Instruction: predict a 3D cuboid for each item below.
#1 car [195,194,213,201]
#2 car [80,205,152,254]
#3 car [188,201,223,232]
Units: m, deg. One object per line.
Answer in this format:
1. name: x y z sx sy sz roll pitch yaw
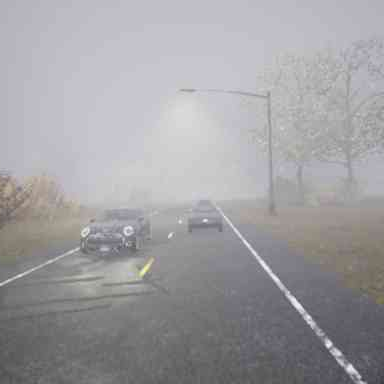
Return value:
1. car: 1.467 1.351 39.534 1.837 1.490 4.892 -2 1 2
2. car: -3.007 1.409 13.914 2.097 1.767 4.553 -2 0 2
3. car: 0.791 1.490 19.914 1.994 1.385 4.181 -2 0 2
